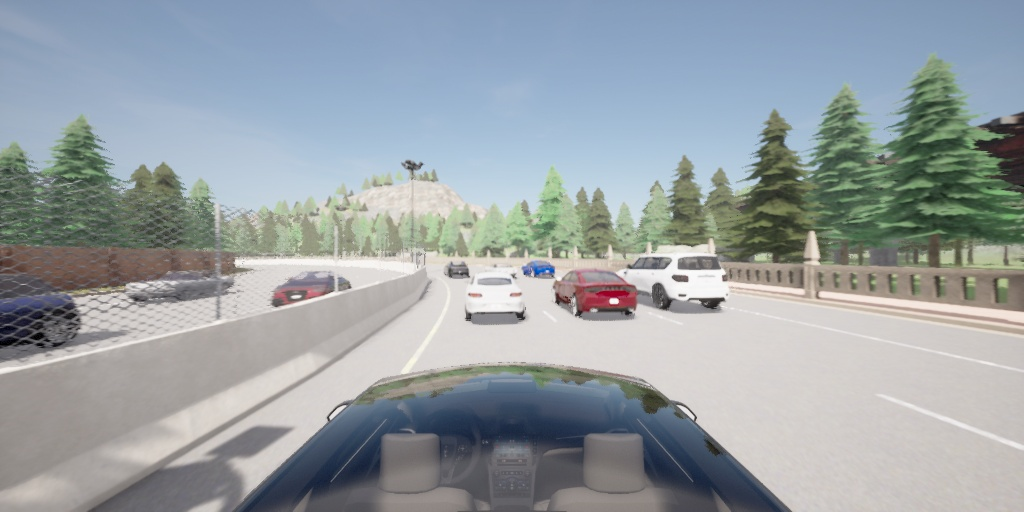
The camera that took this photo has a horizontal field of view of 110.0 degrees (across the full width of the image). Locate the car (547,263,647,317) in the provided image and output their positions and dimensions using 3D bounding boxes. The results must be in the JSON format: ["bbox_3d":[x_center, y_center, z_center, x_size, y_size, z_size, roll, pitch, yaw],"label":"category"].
[{"bbox_3d":[2.791,1.187,13.126,1.882,1.535,5.008,0,0,-6],"label":"car"}]

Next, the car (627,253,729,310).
[{"bbox_3d":[6.156,0.914,14.576,2.150,2.045,5.566,0,0,-7],"label":"car"}]

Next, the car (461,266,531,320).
[{"bbox_3d":[-0.667,1.251,12.383,1.812,1.442,4.674,0,0,-6],"label":"car"}]

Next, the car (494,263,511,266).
[{"bbox_3d":[-1.070,1.277,31.873,1.895,1.301,4.718,0,0,-17],"label":"car"}]

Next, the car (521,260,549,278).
[{"bbox_3d":[2.289,1.139,32.713,1.882,1.535,5.008,0,0,-16],"label":"car"}]

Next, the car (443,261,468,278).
[{"bbox_3d":[-5.207,1.180,33.301,2.128,1.511,4.902,0,0,-18],"label":"car"}]

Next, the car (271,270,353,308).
[{"bbox_3d":[-8.238,1.312,15.162,1.994,1.385,4.181,0,0,-9],"label":"car"}]

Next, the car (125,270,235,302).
[{"bbox_3d":[-15.655,1.371,17.259,1.895,1.301,4.718,0,0,-11],"label":"car"}]

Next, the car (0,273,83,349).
[{"bbox_3d":[-10.836,1.131,6.217,2.097,1.767,4.553,0,0,-4],"label":"car"}]
